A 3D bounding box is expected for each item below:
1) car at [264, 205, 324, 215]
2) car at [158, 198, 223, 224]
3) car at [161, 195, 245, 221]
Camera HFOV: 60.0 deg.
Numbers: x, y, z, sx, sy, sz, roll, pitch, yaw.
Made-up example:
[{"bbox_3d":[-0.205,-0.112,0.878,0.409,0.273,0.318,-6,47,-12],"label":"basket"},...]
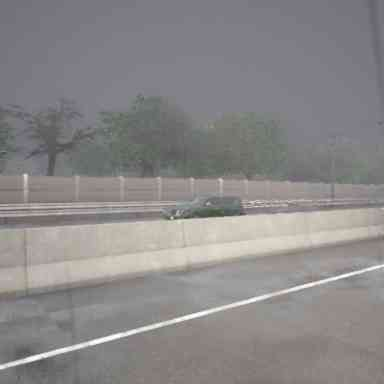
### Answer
[{"bbox_3d":[6.728,1.551,21.634,5.357,1.411,2.033,0,0,-35],"label":"car"},{"bbox_3d":[-0.093,1.355,25.379,4.553,1.767,2.097,0,0,-35],"label":"car"},{"bbox_3d":[1.037,1.224,21.895,5.566,2.045,2.150,0,0,-35],"label":"car"}]
